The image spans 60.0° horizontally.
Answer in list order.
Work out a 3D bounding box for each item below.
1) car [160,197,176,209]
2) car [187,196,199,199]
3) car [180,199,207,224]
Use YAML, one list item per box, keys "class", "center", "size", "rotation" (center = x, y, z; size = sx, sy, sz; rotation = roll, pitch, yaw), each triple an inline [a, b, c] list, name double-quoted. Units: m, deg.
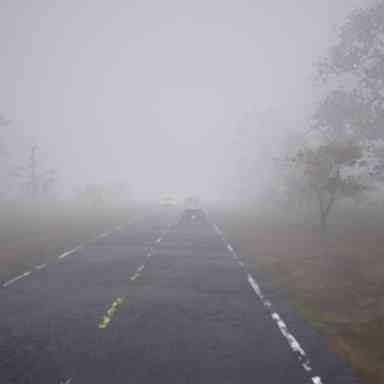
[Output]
- class: "car"
  center: [-3.099, 1.381, 43.275]
  size: [1.882, 1.535, 5.008]
  rotation: [0, 0, 0]
- class: "car"
  center: [0.075, 1.259, 41.768]
  size: [2.097, 1.767, 4.553]
  rotation: [0, 0, 0]
- class: "car"
  center: [0.082, 1.471, 24.175]
  size: [1.812, 1.442, 4.674]
  rotation: [0, 0, 0]
